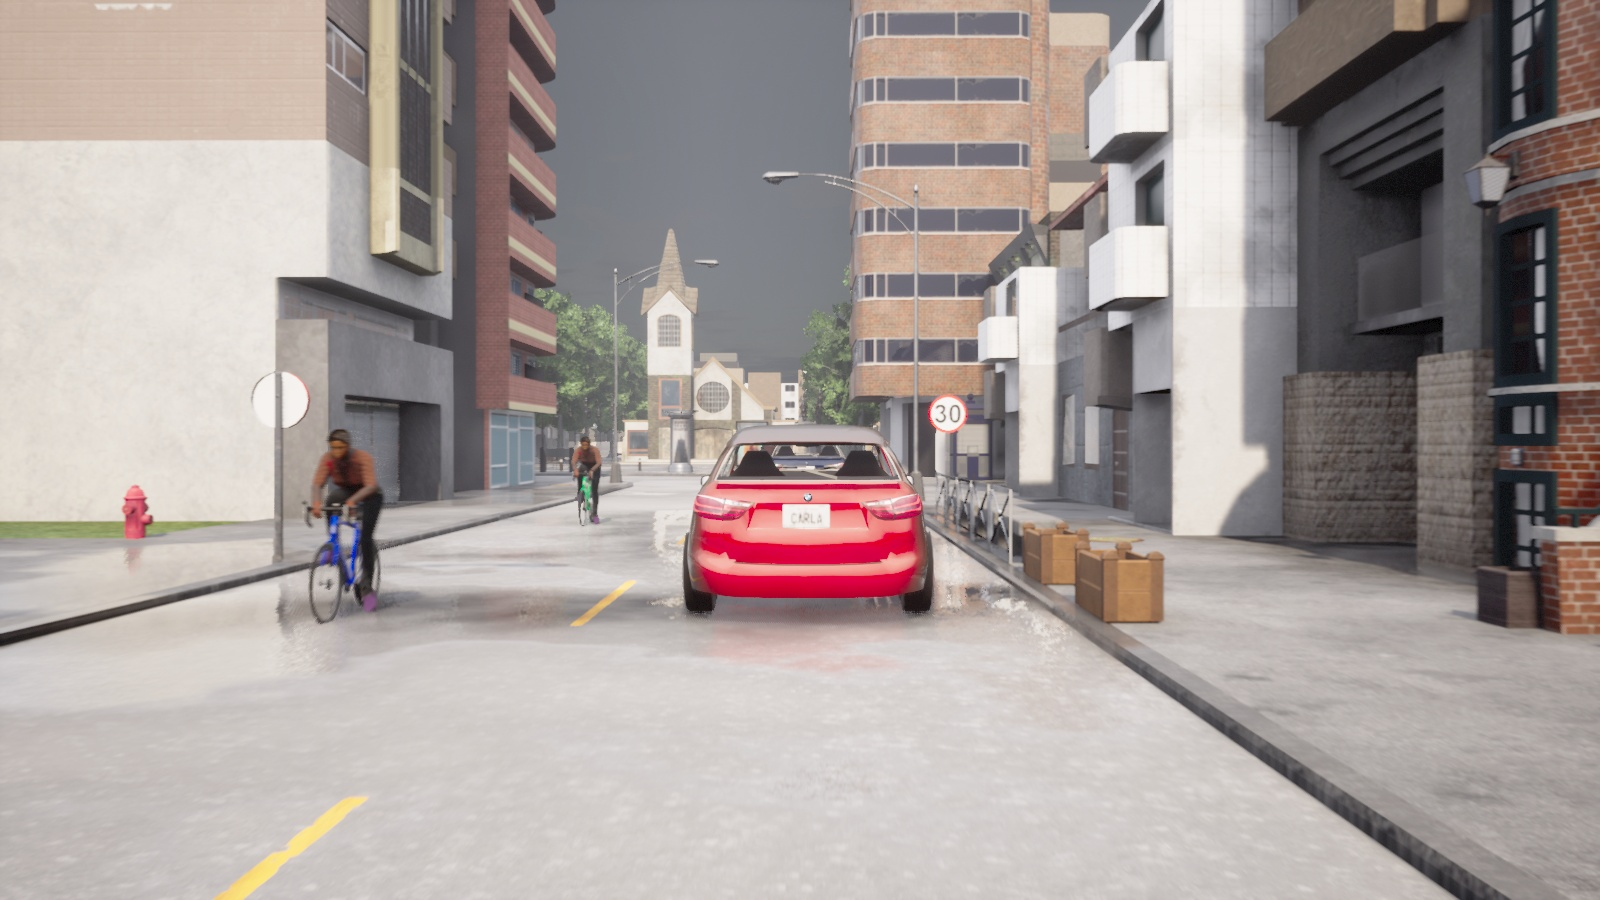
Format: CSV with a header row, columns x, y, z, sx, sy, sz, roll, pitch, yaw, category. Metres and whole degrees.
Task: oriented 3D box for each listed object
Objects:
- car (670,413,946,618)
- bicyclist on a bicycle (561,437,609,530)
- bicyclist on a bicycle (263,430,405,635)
x,y,z,sx,sy,sz,roll,pitch,yaw,category
0.077,0.520,12.520,2.242,1.667,4.611,0,0,0,car
-3.873,0.568,22.686,0.582,1.620,1.656,0,1,0,bicyclist on a bicycle
-3.931,0.636,10.721,0.582,1.620,1.656,0,1,0,bicyclist on a bicycle
